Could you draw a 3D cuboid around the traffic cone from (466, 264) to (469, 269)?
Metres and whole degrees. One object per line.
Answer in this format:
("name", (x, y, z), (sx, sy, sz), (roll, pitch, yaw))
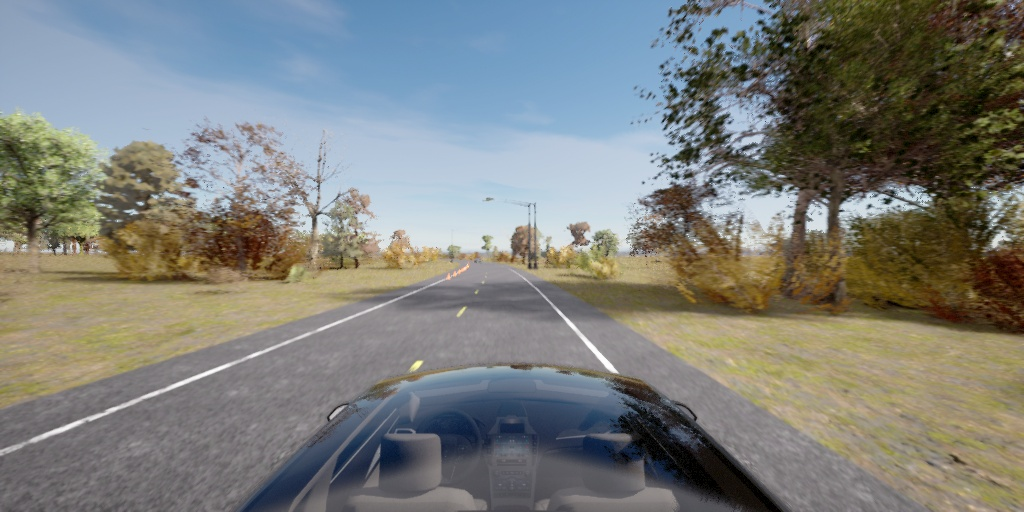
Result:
("traffic cone", (-6.721, 1.756, 51.049), (0.340, 0.580, 0.340), (0, 0, -4))

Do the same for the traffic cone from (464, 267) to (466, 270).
("traffic cone", (-6.363, 1.752, 46.086), (0.340, 0.580, 0.340), (0, 0, -4))

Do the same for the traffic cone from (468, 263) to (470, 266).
("traffic cone", (-7.118, 1.762, 56.008), (0.340, 0.580, 0.340), (0, 0, -5))

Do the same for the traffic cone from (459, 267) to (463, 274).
("traffic cone", (-6.043, 1.748, 41.120), (0.340, 0.580, 0.340), (0, 0, -3))

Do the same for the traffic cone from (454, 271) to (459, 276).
("traffic cone", (-5.762, 1.744, 36.153), (0.340, 0.580, 0.340), (0, 0, -3))

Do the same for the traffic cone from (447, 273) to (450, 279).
("traffic cone", (-5.520, 1.740, 31.183), (0.340, 0.580, 0.340), (0, 0, -3))
